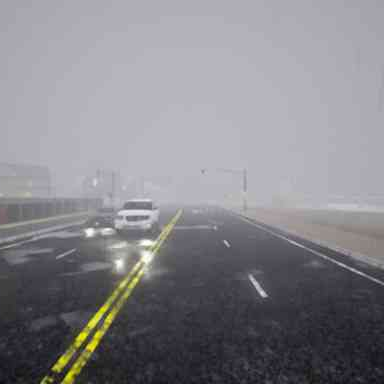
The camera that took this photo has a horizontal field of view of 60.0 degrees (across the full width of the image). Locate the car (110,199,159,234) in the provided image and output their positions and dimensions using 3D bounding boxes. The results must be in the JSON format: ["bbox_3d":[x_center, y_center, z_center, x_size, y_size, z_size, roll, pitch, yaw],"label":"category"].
[{"bbox_3d":[-3.348,1.461,21.235,2.150,2.045,5.566,0,-1,0],"label":"car"}]

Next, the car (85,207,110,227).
[{"bbox_3d":[-6.597,1.840,25.786,2.033,1.411,5.357,0,-1,0],"label":"car"}]
